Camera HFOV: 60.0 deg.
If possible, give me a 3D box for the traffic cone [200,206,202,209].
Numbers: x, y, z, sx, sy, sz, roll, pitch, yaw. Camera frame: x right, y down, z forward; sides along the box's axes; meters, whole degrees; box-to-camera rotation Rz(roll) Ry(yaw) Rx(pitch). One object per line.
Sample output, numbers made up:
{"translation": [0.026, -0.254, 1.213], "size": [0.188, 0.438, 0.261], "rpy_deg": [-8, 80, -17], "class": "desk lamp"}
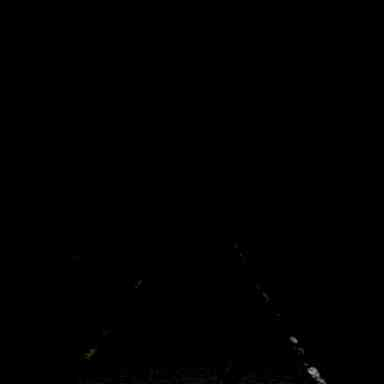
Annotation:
{"translation": [1.465, 2.494, 55.495], "size": [0.340, 0.580, 0.340], "rpy_deg": [0, -1, 11], "class": "traffic cone"}
